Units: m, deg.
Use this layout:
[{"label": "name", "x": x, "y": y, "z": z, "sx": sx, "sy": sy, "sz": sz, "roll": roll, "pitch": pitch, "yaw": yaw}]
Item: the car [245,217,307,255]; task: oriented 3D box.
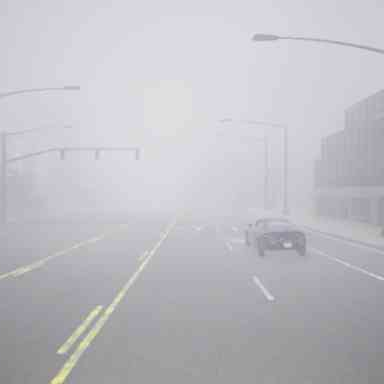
[{"label": "car", "x": 3.498, "y": 1.803, "z": 14.409, "sx": 1.812, "sy": 1.442, "sz": 4.674, "roll": 0, "pitch": -1, "yaw": 0}]
